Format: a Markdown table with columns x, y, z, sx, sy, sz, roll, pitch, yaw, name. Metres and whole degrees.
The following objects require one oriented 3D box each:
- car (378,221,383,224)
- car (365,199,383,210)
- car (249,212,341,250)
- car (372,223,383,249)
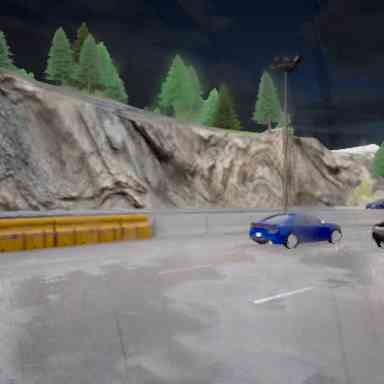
| x | y | z | sx | sy | sz | roll | pitch | yaw | name |
| --- | --- | --- | --- | --- | --- | --- | --- | --- | --- |
| 9.988 | 1.737 | 14.690 | 4.902 | 1.511 | 2.128 | 1 | -1 | -31 | car |
| 29.227 | 2.037 | 50.721 | 5.566 | 2.045 | 2.150 | 1 | -1 | -18 | car |
| 4.970 | 1.708 | 15.713 | 5.008 | 1.535 | 1.882 | 0 | -1 | -32 | car |
| 7.247 | 1.648 | 8.863 | 4.902 | 1.511 | 2.128 | 1 | -1 | -33 | car |
